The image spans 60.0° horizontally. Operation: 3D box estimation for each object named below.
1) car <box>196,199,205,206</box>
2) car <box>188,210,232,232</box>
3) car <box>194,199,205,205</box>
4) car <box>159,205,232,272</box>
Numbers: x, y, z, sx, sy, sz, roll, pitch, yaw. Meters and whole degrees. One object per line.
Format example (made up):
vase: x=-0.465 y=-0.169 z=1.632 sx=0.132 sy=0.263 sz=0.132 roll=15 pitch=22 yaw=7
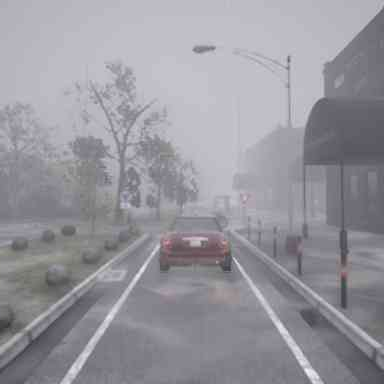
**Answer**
car: x=2.285 y=2.828 z=91.077 sx=2.150 sy=2.045 sz=5.566 roll=0 pitch=-1 yaw=5
car: x=1.504 y=2.096 z=25.261 sx=2.033 sy=1.411 sz=5.357 roll=-1 pitch=-3 yaw=18
car: x=1.669 y=2.799 z=79.496 sx=2.150 sy=2.045 sz=5.566 roll=0 pitch=-1 yaw=2
car: x=0.099 y=1.482 z=11.341 sx=2.097 sy=1.767 sz=4.553 roll=0 pitch=-1 yaw=0
